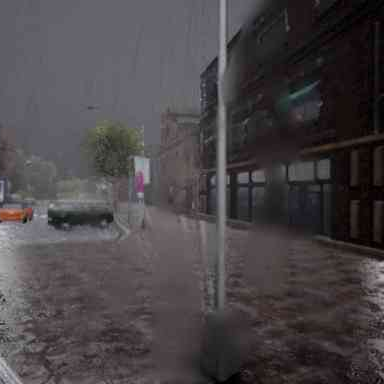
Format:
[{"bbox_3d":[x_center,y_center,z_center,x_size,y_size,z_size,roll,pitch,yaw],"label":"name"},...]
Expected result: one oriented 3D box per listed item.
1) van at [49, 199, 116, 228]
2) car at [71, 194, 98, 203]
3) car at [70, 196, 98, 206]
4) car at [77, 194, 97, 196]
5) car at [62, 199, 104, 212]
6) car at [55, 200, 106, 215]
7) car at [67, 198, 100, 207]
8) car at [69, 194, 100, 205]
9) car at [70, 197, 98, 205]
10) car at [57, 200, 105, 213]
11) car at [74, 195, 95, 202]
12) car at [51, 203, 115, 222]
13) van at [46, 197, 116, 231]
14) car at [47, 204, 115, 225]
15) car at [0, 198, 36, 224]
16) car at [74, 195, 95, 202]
[{"bbox_3d":[-8.330,1.574,25.523,4.442,1.987,1.878,2,-2,-38],"label":"van"},{"bbox_3d":[-24.826,1.536,76.910,5.566,2.045,2.435,2,0,-37],"label":"car"},{"bbox_3d":[-20.279,1.670,62.625,4.553,1.767,2.185,2,0,-37],"label":"car"},{"bbox_3d":[-19.378,1.673,59.762,4.553,1.767,2.185,2,0,-37],"label":"car"},{"bbox_3d":[-14.868,1.829,45.443,4.892,1.521,2.231,2,0,-38],"label":"car"},{"bbox_3d":[-13.195,1.835,39.610,5.366,1.575,1.946,2,0,-38],"label":"car"},{"bbox_3d":[-18.528,1.832,56.863,4.792,1.488,2.163,2,0,-37],"label":"car"},{"bbox_3d":[-22.111,1.538,68.311,5.566,2.045,2.435,2,0,-38],"label":"car"},{"bbox_3d":[-21.215,1.831,65.472,4.674,1.452,2.002,2,-1,-37],"label":"car"},{"bbox_3d":[-14.109,1.828,42.468,5.366,1.575,1.946,2,0,-38],"label":"car"},{"bbox_3d":[-26.638,1.665,82.644,4.553,1.767,2.185,2,-1,-37],"label":"car"},{"bbox_3d":[-10.143,1.855,31.257,5.366,1.575,1.946,2,-1,-38],"label":"car"},{"bbox_3d":[-7.395,1.542,22.672,4.442,1.987,1.878,2,-2,-38],"label":"van"},{"bbox_3d":[-9.349,1.829,28.289,5.008,1.535,2.097,2,-1,-38],"label":"car"},{"bbox_3d":[-14.758,1.654,28.039,2.097,1.767,4.553,1,-1,-18],"label":"car"},{"bbox_3d":[-27.539,1.668,85.507,4.553,1.767,2.185,2,-1,-37],"label":"car"}]
